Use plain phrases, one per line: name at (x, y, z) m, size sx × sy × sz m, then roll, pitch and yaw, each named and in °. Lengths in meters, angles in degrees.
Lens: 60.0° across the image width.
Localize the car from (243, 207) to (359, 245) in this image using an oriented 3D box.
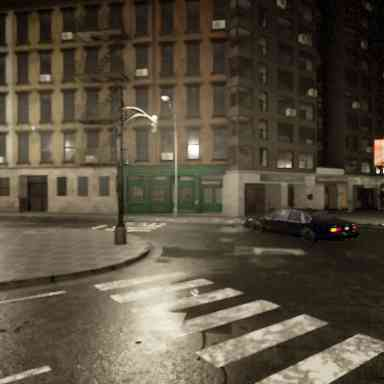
car at (4.849, 1.440, 15.576) m, size 2.033 × 1.411 × 5.357 m, roll -1°, pitch 3°, yaw -35°
